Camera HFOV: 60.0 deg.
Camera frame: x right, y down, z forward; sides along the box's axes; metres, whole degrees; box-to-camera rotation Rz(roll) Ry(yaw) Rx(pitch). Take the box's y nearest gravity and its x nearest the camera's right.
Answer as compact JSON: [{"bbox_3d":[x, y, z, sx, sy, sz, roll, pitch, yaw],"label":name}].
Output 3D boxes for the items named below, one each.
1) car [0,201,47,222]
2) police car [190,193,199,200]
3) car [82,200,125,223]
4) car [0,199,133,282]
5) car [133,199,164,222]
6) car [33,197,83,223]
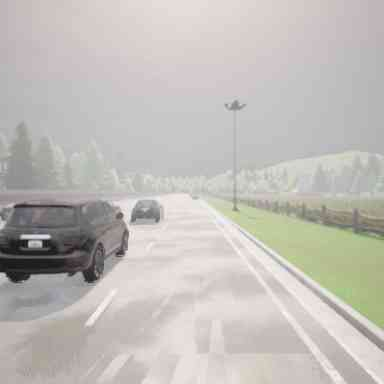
[{"bbox_3d":[-13.924,1.519,27.509,1.812,1.442,4.674,0,0,0],"label":"car"},{"bbox_3d":[1.015,1.403,92.416,1.930,1.638,5.238,0,0,0],"label":"police car"},{"bbox_3d":[-6.911,1.485,26.475,2.128,1.511,4.902,0,0,0],"label":"car"},{"bbox_3d":[-3.405,1.219,9.906,2.150,2.045,5.566,0,0,0],"label":"car"},{"bbox_3d":[-3.412,1.346,26.220,2.097,1.767,4.553,0,0,0],"label":"car"},{"bbox_3d":[-10.412,1.346,26.225,2.097,1.767,4.553,0,0,0],"label":"car"}]
